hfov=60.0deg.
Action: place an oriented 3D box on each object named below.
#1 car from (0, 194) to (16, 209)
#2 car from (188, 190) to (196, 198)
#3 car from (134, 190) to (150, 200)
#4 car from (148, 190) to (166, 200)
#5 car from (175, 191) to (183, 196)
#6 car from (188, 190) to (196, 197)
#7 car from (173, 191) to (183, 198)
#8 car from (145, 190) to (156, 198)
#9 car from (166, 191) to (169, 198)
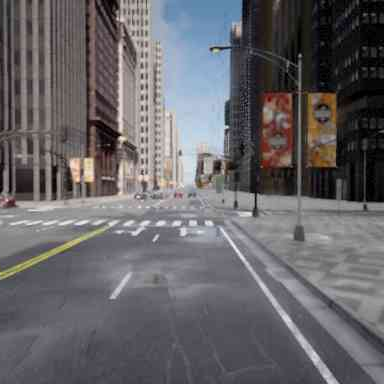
[{"bbox_3d":[-20.651,0.871,34.480,4.097,1.590,1.967,1,1,0],"label":"car"},{"bbox_3d":[0.003,0.583,75.583,1.837,1.490,4.892,0,1,0],"label":"car"},{"bbox_3d":[-9.773,0.746,62.960,2.128,1.511,4.902,0,1,1],"label":"car"},{"bbox_3d":[-6.523,0.816,62.903,1.994,1.385,4.181,0,1,1],"label":"car"},{"bbox_3d":[-3.246,0.418,86.030,1.895,1.301,4.718,0,1,0],"label":"car"},{"bbox_3d":[0.004,0.348,85.999,2.128,1.511,4.902,0,1,0],"label":"car"},{"bbox_3d":[-3.248,0.602,75.966,1.812,1.442,4.674,0,1,0],"label":"car"},{"bbox_3d":[-9.747,0.383,78.356,2.097,1.767,4.553,0,1,0],"label":"car"},{"bbox_3d":[-6.497,0.570,78.302,2.033,1.411,5.357,0,1,0],"label":"car"}]
